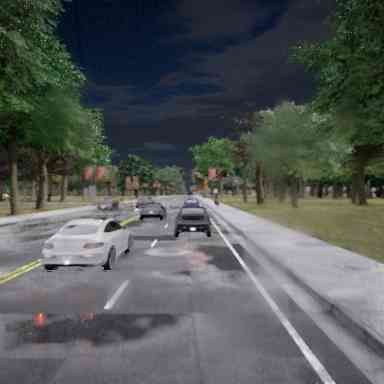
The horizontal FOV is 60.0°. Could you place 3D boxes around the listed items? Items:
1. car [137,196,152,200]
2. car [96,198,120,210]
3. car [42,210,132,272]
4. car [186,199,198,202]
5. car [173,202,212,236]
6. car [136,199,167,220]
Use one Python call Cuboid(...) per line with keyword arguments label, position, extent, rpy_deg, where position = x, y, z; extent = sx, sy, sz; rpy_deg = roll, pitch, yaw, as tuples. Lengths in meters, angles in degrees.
Cuboid(label="car", position=(-6.650, 1.397, 47.164), extent=(2.097, 1.767, 4.553), rpy_deg=(0, 0, 0))
Cuboid(label="car", position=(-9.939, 1.526, 39.619), extent=(2.128, 1.511, 4.902), rpy_deg=(0, 0, 0))
Cuboid(label="car", position=(-3.181, 1.534, 10.761), extent=(1.812, 1.442, 4.674), rpy_deg=(0, 0, 0))
Cuboid(label="car", position=(-0.024, 1.542, 39.162), extent=(1.812, 1.442, 4.674), rpy_deg=(0, 0, 0))
Cuboid(label="car", position=(0.042, 1.511, 18.264), extent=(1.837, 1.490, 4.892), rpy_deg=(0, 0, 0))
Cuboid(label="car", position=(-3.237, 1.580, 28.353), extent=(1.994, 1.385, 4.181), rpy_deg=(0, 0, 0))
